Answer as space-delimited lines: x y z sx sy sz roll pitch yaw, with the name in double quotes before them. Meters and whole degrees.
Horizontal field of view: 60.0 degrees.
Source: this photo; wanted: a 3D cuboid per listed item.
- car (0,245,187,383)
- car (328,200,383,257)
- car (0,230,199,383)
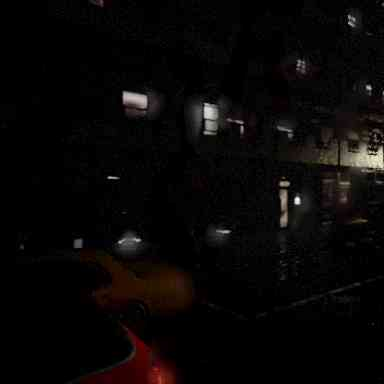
"car" -2.340 1.359 1.707 4.553 1.767 2.097 0 0 -35
"car" 6.790 1.233 11.396 5.009 1.841 2.192 0 0 -35
"car" -2.368 1.520 4.867 4.829 1.417 1.752 0 1 -35
